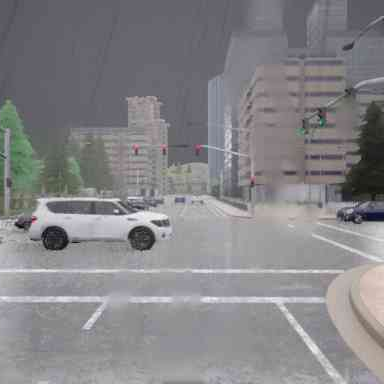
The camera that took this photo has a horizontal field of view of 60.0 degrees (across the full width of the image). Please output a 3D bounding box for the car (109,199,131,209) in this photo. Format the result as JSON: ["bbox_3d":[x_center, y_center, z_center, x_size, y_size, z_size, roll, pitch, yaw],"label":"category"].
[{"bbox_3d":[-9.772,1.601,45.513,1.895,1.301,4.718,0,0,1],"label":"car"}]

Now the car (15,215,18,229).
[{"bbox_3d":[-8.355,1.564,20.124,4.181,1.385,1.994,0,0,-32],"label":"car"}]

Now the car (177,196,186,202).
[{"bbox_3d":[-2.367,1.593,76.683,1.895,1.301,4.718,0,0,1],"label":"car"}]

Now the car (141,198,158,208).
[{"bbox_3d":[-6.230,1.564,49.497,1.994,1.385,4.181,0,0,0],"label":"car"}]

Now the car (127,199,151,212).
[{"bbox_3d":[-6.325,1.547,40.291,2.033,1.411,5.357,0,0,1],"label":"car"}]

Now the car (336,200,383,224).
[{"bbox_3d":[12.948,1.352,24.084,4.553,1.767,2.097,0,0,1],"label":"car"}]

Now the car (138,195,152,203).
[{"bbox_3d":[-9.464,1.491,67.941,2.128,1.511,4.902,0,0,1],"label":"car"}]

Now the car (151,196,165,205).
[{"bbox_3d":[-6.104,1.477,59.955,1.882,1.535,5.008,0,0,0],"label":"car"}]

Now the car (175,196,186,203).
[{"bbox_3d":[-2.459,1.477,67.284,1.882,1.535,5.008,0,0,1],"label":"car"}]

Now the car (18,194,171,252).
[{"bbox_3d":[-3.631,1.222,13.535,5.566,2.045,2.150,0,0,1],"label":"car"}]

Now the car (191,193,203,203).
[{"bbox_3d":[1.038,1.221,66.933,2.150,2.045,5.566,0,0,1],"label":"car"}]

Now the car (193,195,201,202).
[{"bbox_3d":[1.133,1.521,76.618,1.812,1.442,4.674,0,0,1],"label":"car"}]

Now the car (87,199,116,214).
[{"bbox_3d":[-9.846,1.526,36.413,1.812,1.442,4.674,0,0,1],"label":"car"}]
